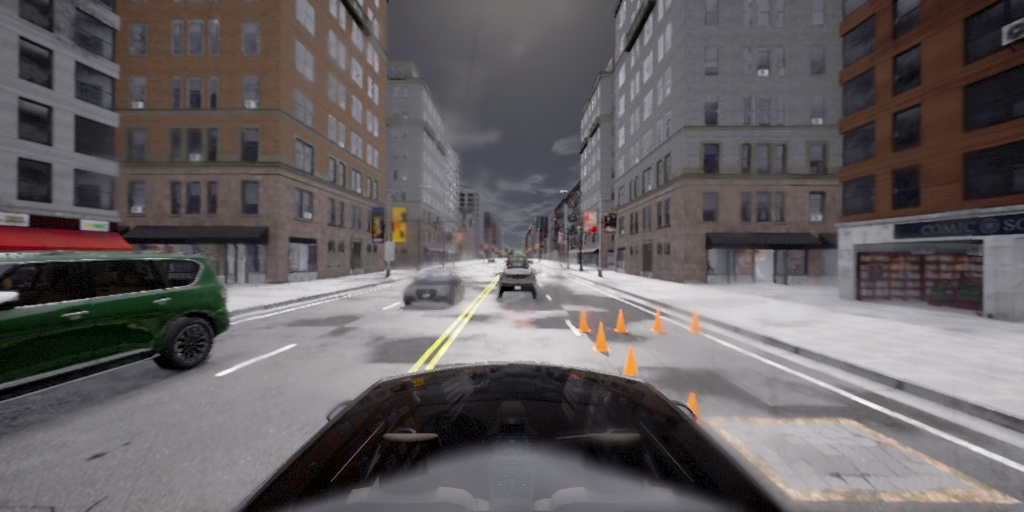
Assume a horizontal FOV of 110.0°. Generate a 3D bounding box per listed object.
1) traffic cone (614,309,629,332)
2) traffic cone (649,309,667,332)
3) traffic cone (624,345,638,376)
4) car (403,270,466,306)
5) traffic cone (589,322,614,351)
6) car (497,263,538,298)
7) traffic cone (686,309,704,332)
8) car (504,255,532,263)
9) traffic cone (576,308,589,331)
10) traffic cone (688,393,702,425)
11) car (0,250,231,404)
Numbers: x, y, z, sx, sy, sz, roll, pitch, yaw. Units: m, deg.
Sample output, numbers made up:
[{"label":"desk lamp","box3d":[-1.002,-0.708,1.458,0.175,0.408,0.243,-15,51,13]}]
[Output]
[{"label":"traffic cone","box3d":[2.937,1.722,9.691,0.340,0.580,0.340,0,0,1]},{"label":"traffic cone","box3d":[3.937,1.727,9.679,0.340,0.580,0.340,0,0,1]},{"label":"traffic cone","box3d":[1.889,1.716,5.704,0.340,0.580,0.340,0,0,1]},{"label":"car","box3d":[-3.206,1.295,15.493,1.994,1.385,4.181,0,0,1]},{"label":"traffic cone","box3d":[1.913,1.716,7.704,0.340,0.580,0.340,0,0,1]},{"label":"car","box3d":[0.282,1.250,18.490,1.837,1.490,4.892,0,-2,1]},{"label":"traffic cone","box3d":[4.937,1.733,9.667,0.340,0.580,0.340,0,0,1]},{"label":"car","box3d":[0.467,0.973,33.672,2.150,2.045,5.566,0,0,1]},{"label":"traffic cone","box3d":[1.937,1.716,9.704,0.340,0.580,0.340,0,0,1]},{"label":"traffic cone","box3d":[1.864,1.716,3.704,0.340,0.580,0.340,0,0,1]},{"label":"car","box3d":[-6.590,0.933,4.681,2.150,2.045,5.566,0,0,1]}]
